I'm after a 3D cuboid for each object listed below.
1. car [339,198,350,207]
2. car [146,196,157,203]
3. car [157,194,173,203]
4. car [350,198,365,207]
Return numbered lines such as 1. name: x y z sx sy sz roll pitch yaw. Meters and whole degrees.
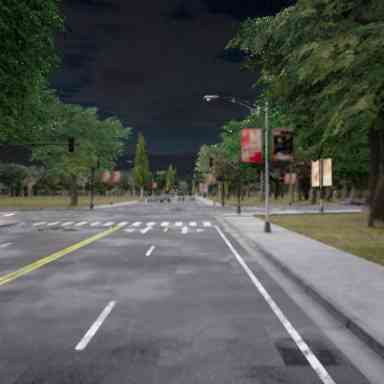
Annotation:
1. car: 29.009 1.855 60.503 4.902 1.511 2.128 0 -1 -23
2. car: -9.743 1.673 80.309 2.097 1.767 4.553 0 0 0
3. car: -6.493 1.543 80.250 2.150 2.045 5.566 0 0 0
4. car: 30.462 1.801 57.600 5.008 1.535 1.882 0 -1 -22
